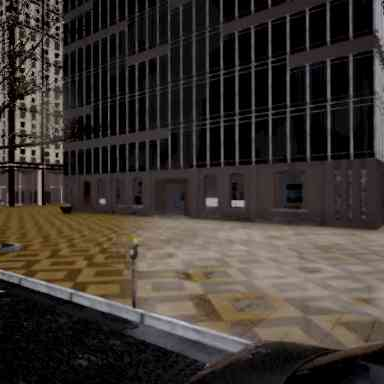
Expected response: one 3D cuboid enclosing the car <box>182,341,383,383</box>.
[{"bbox_3d":[1.739,1.568,1.722,4.313,1.339,1.947,0,0,36],"label":"car"}]
